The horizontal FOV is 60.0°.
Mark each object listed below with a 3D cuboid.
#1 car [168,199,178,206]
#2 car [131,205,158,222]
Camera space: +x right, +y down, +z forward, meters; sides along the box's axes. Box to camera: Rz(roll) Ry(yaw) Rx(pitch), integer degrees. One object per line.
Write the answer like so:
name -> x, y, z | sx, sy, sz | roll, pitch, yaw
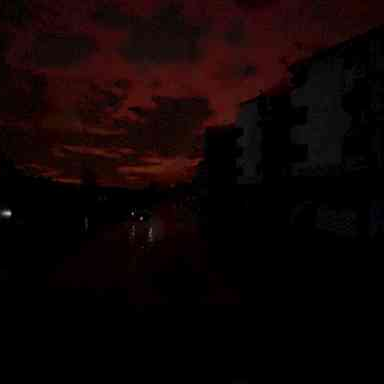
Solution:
car -> -3.999, 2.153, 70.425 | 2.128, 1.511, 4.902 | 0, -1, 0
car -> -4.100, 1.864, 29.211 | 1.895, 1.301, 4.718 | 0, -1, 0
